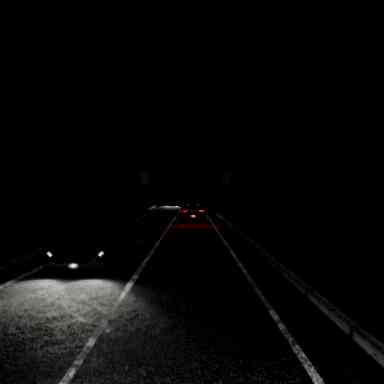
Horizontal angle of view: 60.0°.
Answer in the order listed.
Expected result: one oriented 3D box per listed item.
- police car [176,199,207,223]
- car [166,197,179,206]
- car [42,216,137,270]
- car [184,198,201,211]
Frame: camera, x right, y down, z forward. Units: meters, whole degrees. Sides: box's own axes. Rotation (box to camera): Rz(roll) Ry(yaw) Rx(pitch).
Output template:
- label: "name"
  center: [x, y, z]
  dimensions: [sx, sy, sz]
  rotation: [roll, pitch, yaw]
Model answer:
- label: "police car"
  center: [0.090, 1.549, 25.812]
  dimensions: [2.038, 1.542, 4.974]
  rotation: [0, 0, 0]
- label: "car"
  center: [-3.083, 1.562, 53.673]
  dimensions: [1.994, 1.385, 4.181]
  rotation: [0, 0, 0]
- label: "car"
  center: [-3.105, 1.554, 11.366]
  dimensions: [2.033, 1.411, 5.357]
  rotation: [0, 0, 0]
- label: "car"
  center: [0.082, 1.594, 42.892]
  dimensions: [2.033, 1.411, 5.357]
  rotation: [0, 0, 0]
